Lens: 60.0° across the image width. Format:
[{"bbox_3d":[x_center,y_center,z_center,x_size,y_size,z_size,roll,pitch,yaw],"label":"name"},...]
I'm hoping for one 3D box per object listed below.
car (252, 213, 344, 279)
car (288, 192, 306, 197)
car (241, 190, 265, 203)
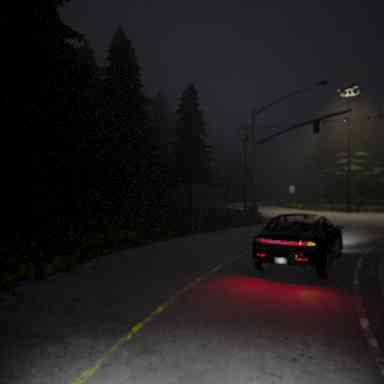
[{"bbox_3d":[3.301,1.387,9.936,2.128,1.511,4.902,0,1,30],"label":"car"},{"bbox_3d":[20.896,0.658,66.190,4.902,1.511,2.128,-1,1,-43],"label":"car"},{"bbox_3d":[10.103,0.685,54.421,2.150,2.045,5.566,0,0,35],"label":"car"}]
